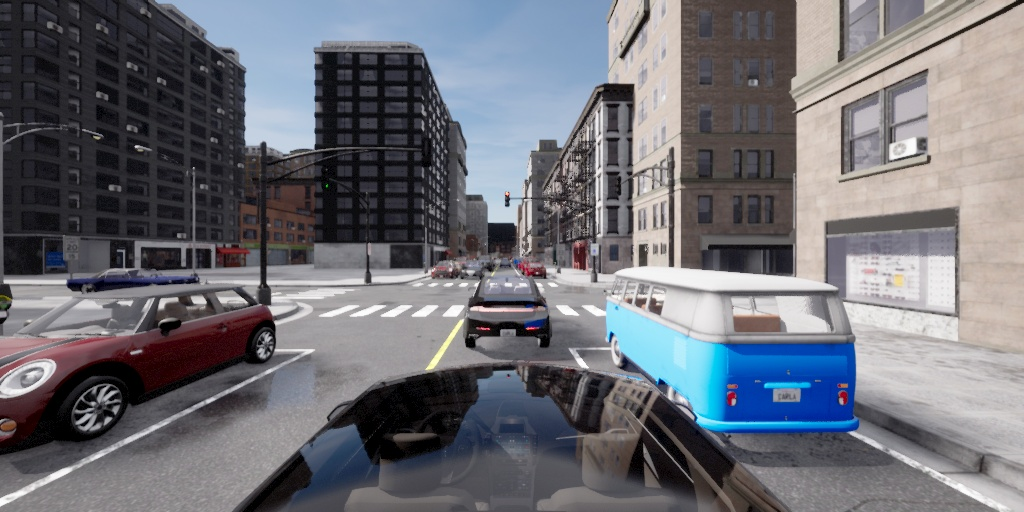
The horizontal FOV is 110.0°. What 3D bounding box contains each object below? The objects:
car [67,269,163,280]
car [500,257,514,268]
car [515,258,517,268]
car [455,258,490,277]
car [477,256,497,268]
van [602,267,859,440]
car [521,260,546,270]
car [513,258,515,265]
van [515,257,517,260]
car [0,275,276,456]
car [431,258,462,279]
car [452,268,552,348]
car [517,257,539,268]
[{"bbox_3d":[-17.814,1.257,17.114,4.718,1.301,1.895,0,0,-1],"label":"car"},{"bbox_3d":[-1.131,1.284,62.301,1.994,1.385,4.181,0,0,-1],"label":"car"},{"bbox_3d":[1.770,1.275,48.367,1.888,1.381,4.507,0,0,-1],"label":"car"},{"bbox_3d":[-3.395,1.229,31.638,2.128,1.511,4.902,0,0,-1],"label":"car"},{"bbox_3d":[-3.610,0.954,45.947,2.150,2.045,5.566,0,0,2],"label":"car"},{"bbox_3d":[2.584,1.089,5.266,1.690,1.789,3.998,0,0,-1],"label":"van"},{"bbox_3d":[2.077,1.283,32.142,1.888,1.381,4.507,0,0,-1],"label":"car"},{"bbox_3d":[1.566,1.288,59.185,1.948,1.339,4.313,0,0,-1],"label":"car"},{"bbox_3d":[1.668,1.067,53.776,1.690,1.789,3.998,0,0,-1],"label":"van"},{"bbox_3d":[-5.440,1.188,5.115,1.967,1.591,4.097,0,0,-1],"label":"car"},{"bbox_3d":[-5.947,1.177,31.990,1.967,1.591,4.097,0,0,-1],"label":"car"},{"bbox_3d":[-0.126,1.239,9.200,2.128,1.511,4.902,0,0,-1],"label":"car"},{"bbox_3d":[1.975,1.050,37.550,2.192,1.841,5.009,0,0,-1],"label":"car"}]
